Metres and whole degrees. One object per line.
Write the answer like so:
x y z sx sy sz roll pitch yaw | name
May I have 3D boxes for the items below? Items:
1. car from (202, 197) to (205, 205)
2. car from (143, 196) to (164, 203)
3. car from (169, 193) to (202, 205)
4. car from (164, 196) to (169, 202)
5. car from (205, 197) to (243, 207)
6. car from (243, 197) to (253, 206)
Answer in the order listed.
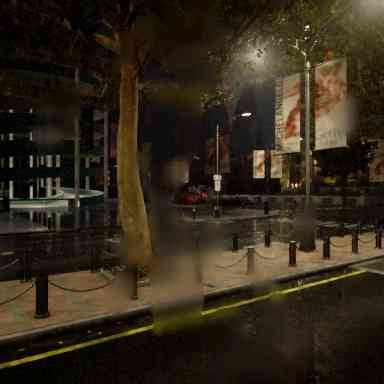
1.871 1.547 60.719 2.033 1.411 5.357 0 0 -36 | car
-8.532 1.478 67.457 5.008 1.535 1.882 0 0 41 | car
-1.149 1.221 58.927 2.150 2.045 5.566 0 0 -36 | car
-4.442 1.526 68.540 1.812 1.442 4.674 0 0 -44 | car
4.758 1.547 50.625 2.033 1.411 5.357 0 0 -35 | car
7.516 1.491 52.769 2.128 1.511 4.902 0 0 -35 | car
